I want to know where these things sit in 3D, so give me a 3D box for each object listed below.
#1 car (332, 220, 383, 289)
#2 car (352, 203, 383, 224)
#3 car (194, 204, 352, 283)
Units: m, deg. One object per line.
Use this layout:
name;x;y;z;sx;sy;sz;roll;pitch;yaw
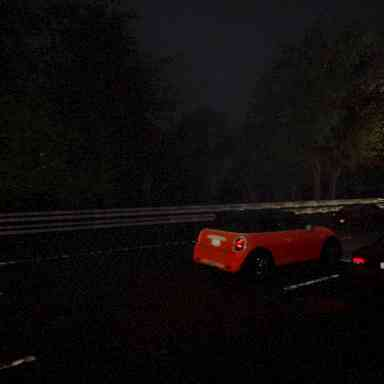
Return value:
car;5.849;1.473;7.911;5.357;1.411;2.033;-1;0;-35
car;10.092;1.369;19.531;4.674;1.442;1.812;-1;0;-35
car;2.346;1.291;9.715;4.553;1.767;2.097;0;0;-35
